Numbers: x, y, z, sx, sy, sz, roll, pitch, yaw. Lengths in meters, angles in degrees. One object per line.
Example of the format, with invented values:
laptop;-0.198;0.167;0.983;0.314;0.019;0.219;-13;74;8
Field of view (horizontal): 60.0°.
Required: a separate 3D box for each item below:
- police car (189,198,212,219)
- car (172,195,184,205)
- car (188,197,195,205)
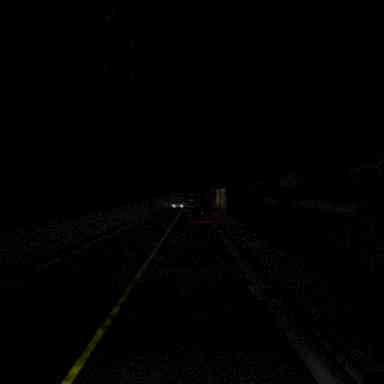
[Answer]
police car;0.911;1.703;32.532;1.930;1.638;5.238;0;0;0
car;-2.975;1.682;71.747;2.150;2.045;5.566;0;0;0
car;0.914;1.691;42.392;2.097;1.767;4.553;0;0;0
